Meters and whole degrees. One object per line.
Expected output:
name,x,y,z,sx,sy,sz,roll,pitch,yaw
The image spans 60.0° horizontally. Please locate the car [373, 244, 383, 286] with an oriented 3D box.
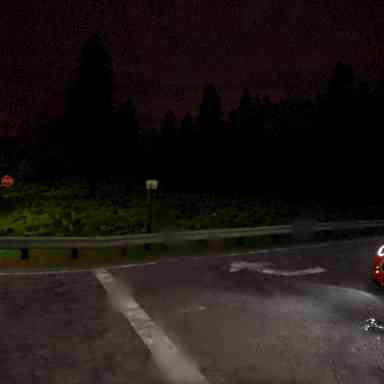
car,6.189,1.272,7.425,4.553,1.767,2.097,0,2,-29
